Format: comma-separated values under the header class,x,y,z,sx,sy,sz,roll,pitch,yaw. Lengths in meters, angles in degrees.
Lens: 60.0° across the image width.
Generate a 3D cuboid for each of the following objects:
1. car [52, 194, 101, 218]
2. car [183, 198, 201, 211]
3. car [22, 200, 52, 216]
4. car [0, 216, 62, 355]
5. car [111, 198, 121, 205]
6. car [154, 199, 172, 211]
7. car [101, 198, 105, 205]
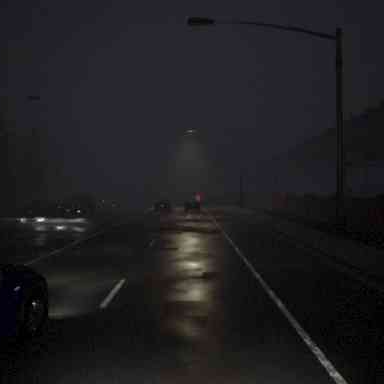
class,x,y,z,sx,sy,sz,roll,pitch,yaw
car,-10.601,1.229,31.093,2.150,2.045,5.566,0,0,0
car,0.004,1.501,39.891,2.128,1.511,4.902,0,0,-2
car,-14.108,1.512,31.371,1.837,1.490,4.892,0,0,0
car,-3.399,1.353,3.629,2.097,1.767,4.553,0,0,0
car,-16.454,2.053,72.116,1.882,1.535,5.008,0,-2,-18
car,-3.524,1.572,40.774,1.994,1.385,4.181,0,0,-2
car,-19.998,1.943,71.660,2.097,1.767,4.553,0,-2,-18
